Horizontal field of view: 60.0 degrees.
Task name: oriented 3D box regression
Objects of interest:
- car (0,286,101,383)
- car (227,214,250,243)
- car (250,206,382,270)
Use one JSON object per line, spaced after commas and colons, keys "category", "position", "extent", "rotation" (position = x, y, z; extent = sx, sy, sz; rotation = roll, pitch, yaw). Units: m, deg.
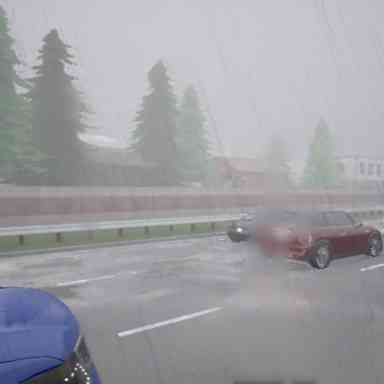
{"category": "car", "position": [-3.227, 1.225, 1.448], "extent": [5.566, 2.045, 2.150], "rotation": [0, 0, -35]}
{"category": "car", "position": [3.593, 1.536, 14.897], "extent": [4.181, 1.385, 1.994], "rotation": [0, 0, -35]}
{"category": "car", "position": [4.421, 1.328, 11.190], "extent": [4.553, 1.767, 2.097], "rotation": [0, 0, -35]}
